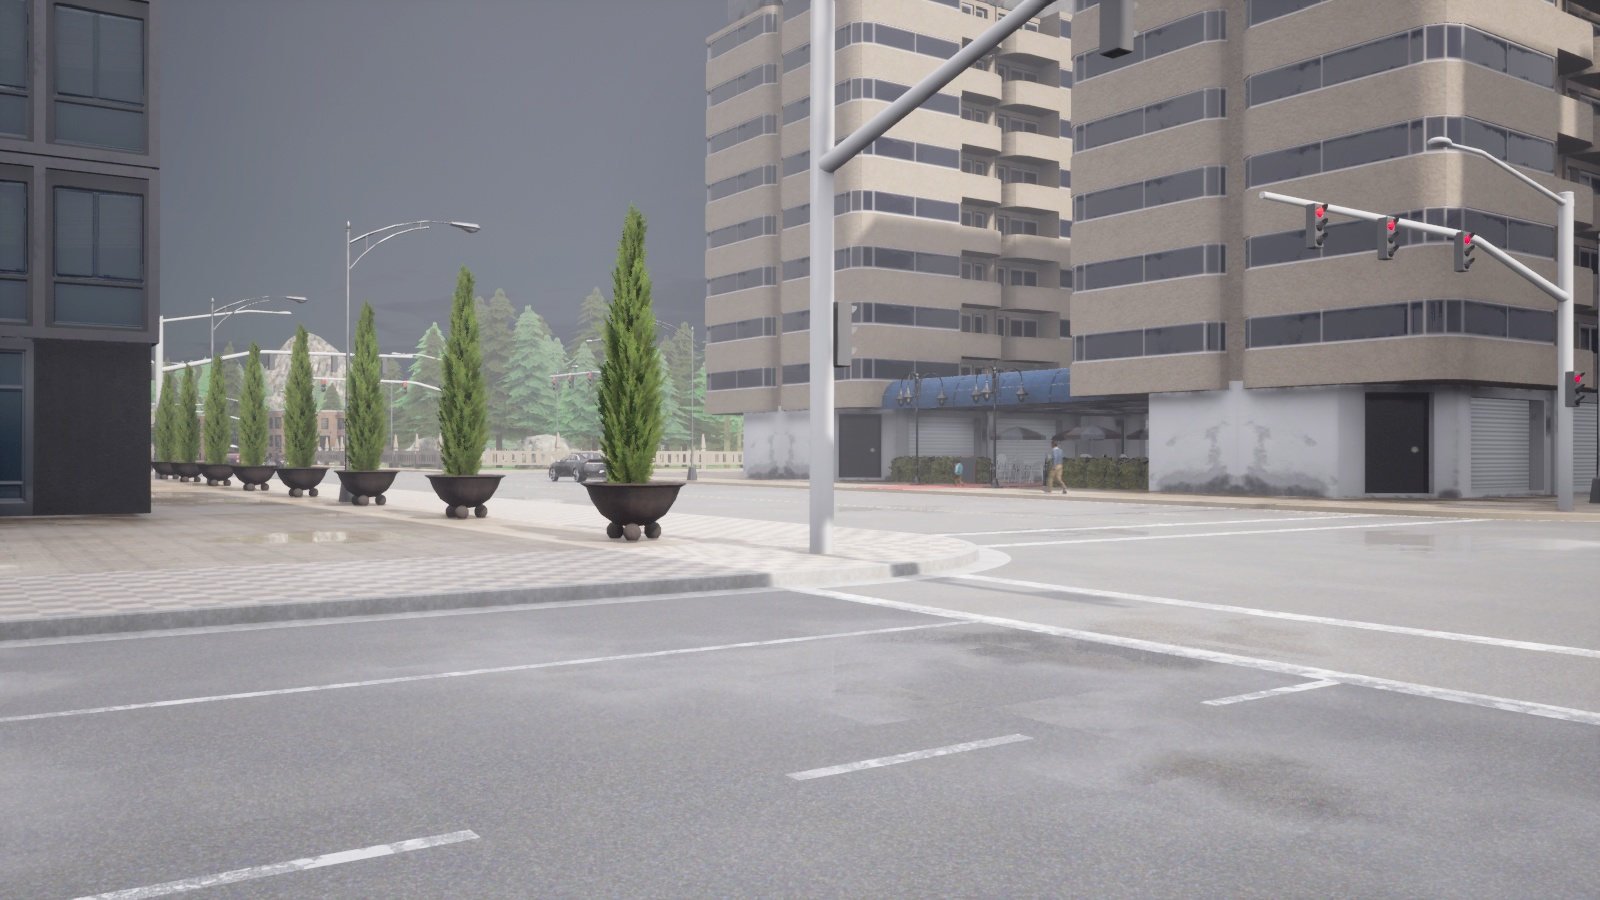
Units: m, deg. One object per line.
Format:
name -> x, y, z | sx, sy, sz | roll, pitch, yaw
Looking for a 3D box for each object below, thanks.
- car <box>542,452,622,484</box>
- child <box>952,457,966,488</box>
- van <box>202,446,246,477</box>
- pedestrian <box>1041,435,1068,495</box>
car -> -11.100, 0.880, 63.618 | 2.128, 1.511, 4.902 | 0, 0, -34
child -> 6.180, 0.855, 48.825 | 0.343, 1.192, 0.448 | 0, 0, -33
van -> -40.390, 0.762, 87.960 | 2.069, 2.038, 4.480 | 0, 1, -34
pedestrian -> 8.402, 0.487, 41.420 | 0.423, 1.949, 0.788 | 0, 0, -36
